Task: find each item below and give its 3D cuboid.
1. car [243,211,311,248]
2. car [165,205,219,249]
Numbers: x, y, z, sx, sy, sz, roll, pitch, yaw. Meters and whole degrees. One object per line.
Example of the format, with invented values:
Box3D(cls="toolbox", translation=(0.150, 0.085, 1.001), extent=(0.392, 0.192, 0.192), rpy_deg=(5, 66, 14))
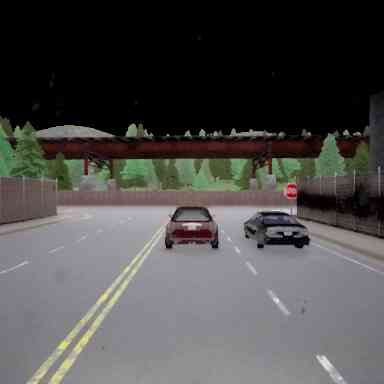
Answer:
Box3D(cls="car", translation=(3.500, 1.560, 14.650), extent=(2.033, 1.411, 5.357), rpy_deg=(0, 0, 0))
Box3D(cls="car", translation=(0.000, 1.363, 14.620), extent=(2.097, 1.767, 4.553), rpy_deg=(0, 0, 0))
